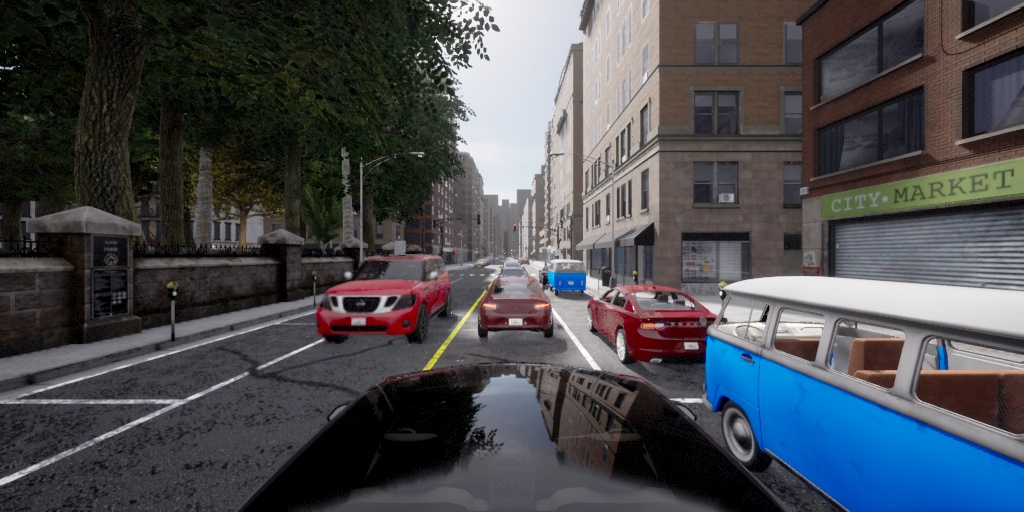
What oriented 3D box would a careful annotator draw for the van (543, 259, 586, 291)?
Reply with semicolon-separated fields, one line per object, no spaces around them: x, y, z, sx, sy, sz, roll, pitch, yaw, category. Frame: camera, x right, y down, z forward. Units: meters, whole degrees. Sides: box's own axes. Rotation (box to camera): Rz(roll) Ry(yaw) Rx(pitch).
2.858;1.086;19.258;1.690;1.789;3.998;0;0;0;van

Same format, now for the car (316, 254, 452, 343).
-3.098;0.970;10.005;2.150;2.045;5.566;0;0;0;car

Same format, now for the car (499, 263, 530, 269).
0.098;1.292;19.716;2.033;1.411;5.357;0;0;1;car

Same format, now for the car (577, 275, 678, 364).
2.857;1.294;7.936;1.888;1.381;4.507;0;0;0;car

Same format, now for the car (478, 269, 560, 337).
0.096;1.275;10.138;1.812;1.442;4.674;0;0;0;car

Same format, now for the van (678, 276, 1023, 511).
2.857;1.091;2.275;1.690;1.789;3.998;0;0;0;van

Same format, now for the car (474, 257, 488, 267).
-5.663;1.230;62.737;1.751;1.417;4.829;0;0;0;car

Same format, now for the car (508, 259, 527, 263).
0.006;1.243;29.461;1.837;1.490;4.892;0;0;0;car
